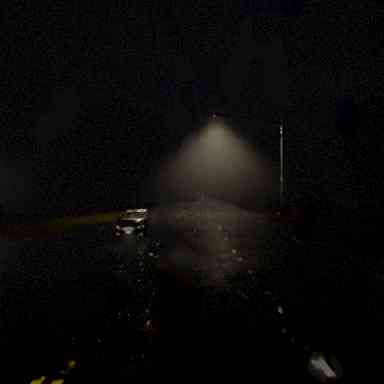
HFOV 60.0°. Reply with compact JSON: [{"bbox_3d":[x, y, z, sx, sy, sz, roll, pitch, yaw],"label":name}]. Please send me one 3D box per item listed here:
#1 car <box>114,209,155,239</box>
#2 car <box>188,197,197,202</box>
[{"bbox_3d":[-3.402,1.848,20.440,2.128,1.511,4.902,-1,2,1],"label":"car"},{"bbox_3d":[0.171,1.923,87.167,1.895,1.301,4.718,0,0,9],"label":"car"}]
